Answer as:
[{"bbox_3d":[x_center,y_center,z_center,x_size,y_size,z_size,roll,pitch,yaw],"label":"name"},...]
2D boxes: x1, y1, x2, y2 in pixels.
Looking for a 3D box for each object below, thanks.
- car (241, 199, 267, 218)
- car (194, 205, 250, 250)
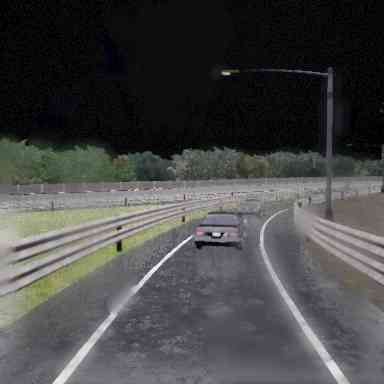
[{"bbox_3d":[5.199,1.344,28.405,2.033,1.411,5.357,1,1,20],"label":"car"},{"bbox_3d":[1.311,1.532,14.257,2.033,1.411,5.357,0,0,10],"label":"car"}]
